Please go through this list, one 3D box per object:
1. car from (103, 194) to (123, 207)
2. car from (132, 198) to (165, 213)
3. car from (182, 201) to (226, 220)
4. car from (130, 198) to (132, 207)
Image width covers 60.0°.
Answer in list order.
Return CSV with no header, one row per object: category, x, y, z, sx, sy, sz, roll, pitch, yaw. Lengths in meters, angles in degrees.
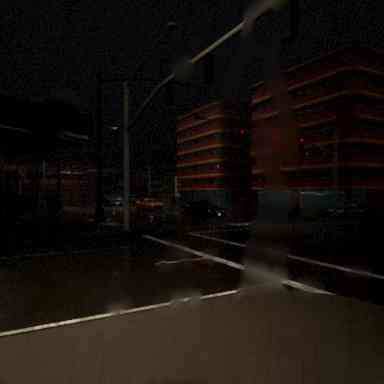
car,-11.871,1.490,49.799,2.128,1.511,4.902,0,0,-30
car,-4.795,1.477,37.738,1.882,1.535,5.008,0,0,-30
car,0.897,1.491,28.056,2.128,1.511,4.902,0,0,-30
car,-9.172,1.600,52.470,1.895,1.301,4.718,0,0,-30
